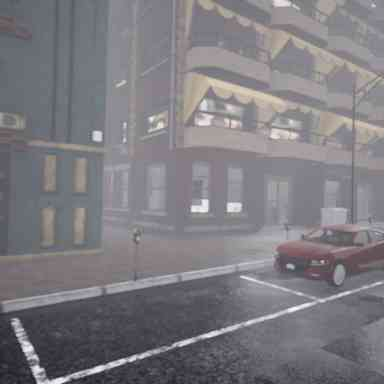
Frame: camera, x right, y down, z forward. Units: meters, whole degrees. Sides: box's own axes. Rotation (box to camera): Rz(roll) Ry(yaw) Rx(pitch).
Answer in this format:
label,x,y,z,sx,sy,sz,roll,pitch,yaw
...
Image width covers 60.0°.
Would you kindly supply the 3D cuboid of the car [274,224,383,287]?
label,x,y,z,sx,sy,sz,roll,pitch,yaw
car,4.297,1.634,9.608,4.507,1.381,1.887,1,1,-35
